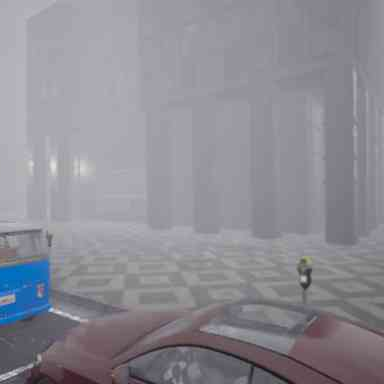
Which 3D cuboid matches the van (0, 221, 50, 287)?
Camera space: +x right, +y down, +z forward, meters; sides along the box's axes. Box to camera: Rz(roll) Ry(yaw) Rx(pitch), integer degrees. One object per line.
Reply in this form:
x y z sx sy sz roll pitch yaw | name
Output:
-4.259 1.374 6.000 3.998 1.788 1.690 0 0 35 | van

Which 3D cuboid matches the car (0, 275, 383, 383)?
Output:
0.367 1.585 2.705 4.206 1.307 1.802 0 0 35 | car
